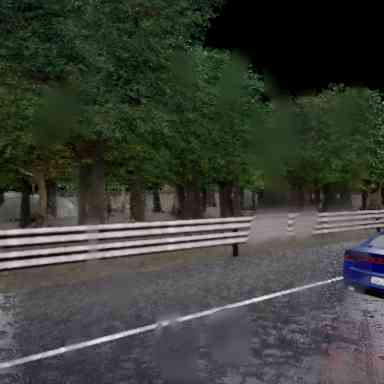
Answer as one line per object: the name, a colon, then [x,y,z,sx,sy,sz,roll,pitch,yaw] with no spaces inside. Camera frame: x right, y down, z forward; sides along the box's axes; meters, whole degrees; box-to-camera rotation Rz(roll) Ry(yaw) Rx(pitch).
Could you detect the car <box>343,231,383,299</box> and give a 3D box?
car: [5.498,1.511,7.616,5.008,1.535,1.882,0,0,-35]
